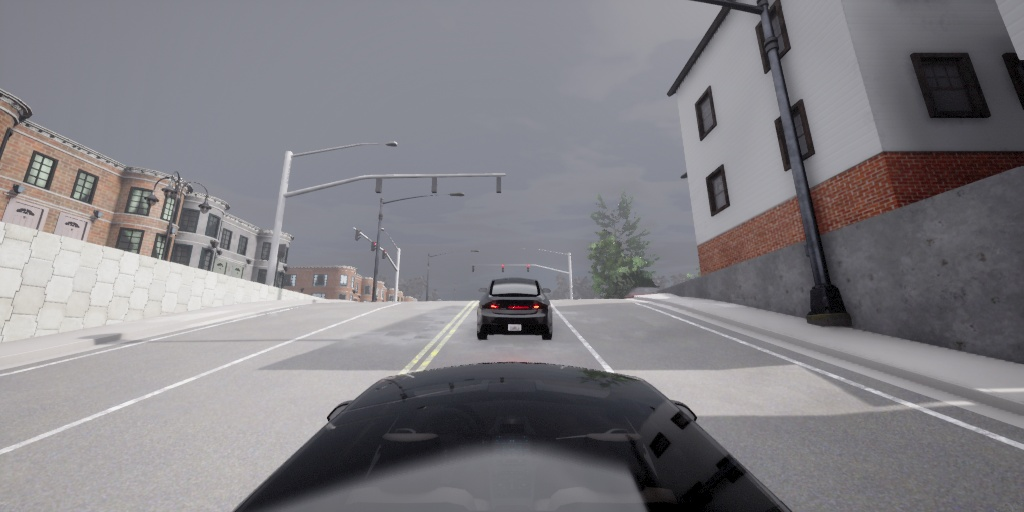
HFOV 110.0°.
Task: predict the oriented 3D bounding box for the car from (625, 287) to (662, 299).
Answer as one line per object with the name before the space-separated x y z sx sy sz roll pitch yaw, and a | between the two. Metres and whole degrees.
car | 11.225 3.281 28.261 4.553 1.767 2.097 -1 -14 3

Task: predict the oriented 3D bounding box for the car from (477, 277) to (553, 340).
car | 0.076 1.351 10.332 1.837 1.490 4.892 0 0 0
